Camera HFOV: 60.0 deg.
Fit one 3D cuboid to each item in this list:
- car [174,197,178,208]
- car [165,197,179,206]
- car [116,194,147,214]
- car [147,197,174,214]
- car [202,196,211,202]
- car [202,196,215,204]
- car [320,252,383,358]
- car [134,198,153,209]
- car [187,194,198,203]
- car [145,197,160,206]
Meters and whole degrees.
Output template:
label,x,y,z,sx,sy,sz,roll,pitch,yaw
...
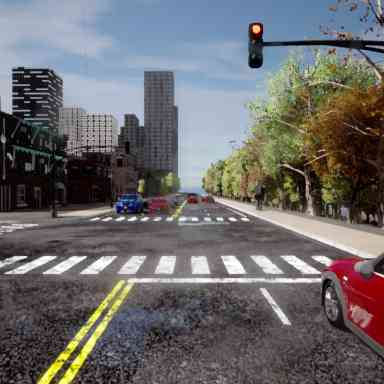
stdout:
label,x,y,z,sx,sy,sz,roll,pitch,yaw
car,-3.311,1.531,45.429,2.033,1.411,5.357,0,0,0
car,-3.299,1.526,56.002,2.033,1.411,5.357,0,0,0
car,-6.568,1.209,35.782,2.150,2.045,5.566,0,0,0
car,-3.321,1.465,35.531,1.882,1.535,5.008,0,0,0
car,3.285,1.520,75.475,1.994,1.385,4.181,0,0,0
car,3.379,1.451,65.332,1.882,1.535,5.008,0,0,0
car,3.350,1.351,4.160,2.097,1.767,4.553,0,0,0
car,-6.563,1.584,45.529,1.895,1.301,4.718,0,0,0
car,0.131,1.537,65.975,1.994,1.385,4.181,0,0,0
car,-6.546,1.542,55.558,1.994,1.385,4.181,0,0,1
